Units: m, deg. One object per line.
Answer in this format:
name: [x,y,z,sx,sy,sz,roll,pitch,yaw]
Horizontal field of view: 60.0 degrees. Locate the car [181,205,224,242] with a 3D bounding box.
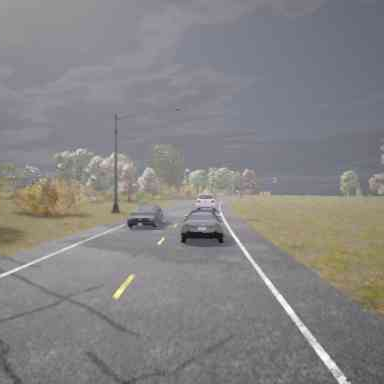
car: [0.513,1.568,16.524,1.994,1.385,4.181,0,0,2]

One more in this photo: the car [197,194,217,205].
car: [1.726,1.228,39.837,2.150,2.045,5.566,0,0,4]

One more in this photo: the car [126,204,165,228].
car: [-2.969,1.550,22.376,2.033,1.411,5.357,0,0,2]
